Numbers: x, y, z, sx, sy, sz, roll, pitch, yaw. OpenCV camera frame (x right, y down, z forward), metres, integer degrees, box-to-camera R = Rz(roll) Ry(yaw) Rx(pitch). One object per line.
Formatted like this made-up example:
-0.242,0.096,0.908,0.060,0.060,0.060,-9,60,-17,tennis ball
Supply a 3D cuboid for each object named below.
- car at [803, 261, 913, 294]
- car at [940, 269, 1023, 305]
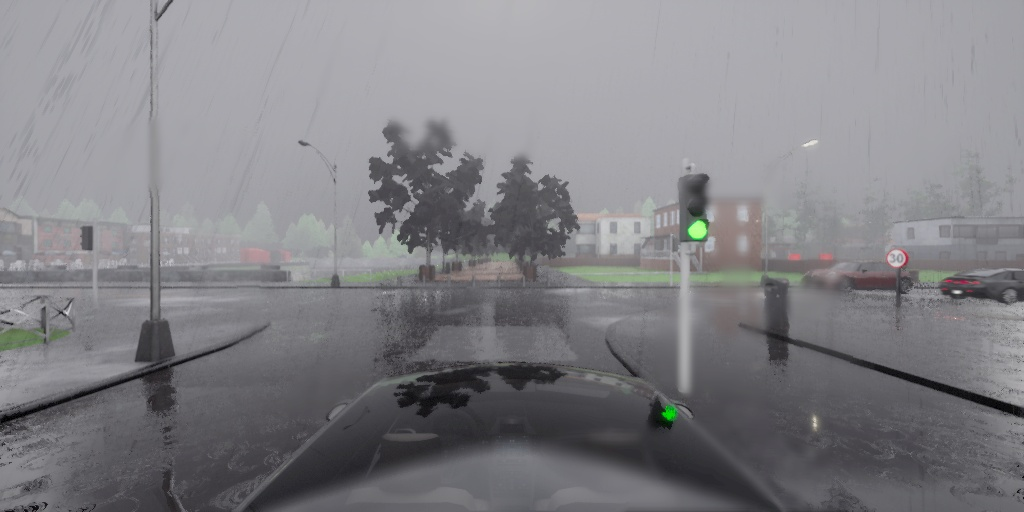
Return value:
18.544,1.052,19.399,4.553,1.767,2.097,0,0,0,car
21.404,1.304,15.299,4.892,1.490,1.837,0,0,0,car
